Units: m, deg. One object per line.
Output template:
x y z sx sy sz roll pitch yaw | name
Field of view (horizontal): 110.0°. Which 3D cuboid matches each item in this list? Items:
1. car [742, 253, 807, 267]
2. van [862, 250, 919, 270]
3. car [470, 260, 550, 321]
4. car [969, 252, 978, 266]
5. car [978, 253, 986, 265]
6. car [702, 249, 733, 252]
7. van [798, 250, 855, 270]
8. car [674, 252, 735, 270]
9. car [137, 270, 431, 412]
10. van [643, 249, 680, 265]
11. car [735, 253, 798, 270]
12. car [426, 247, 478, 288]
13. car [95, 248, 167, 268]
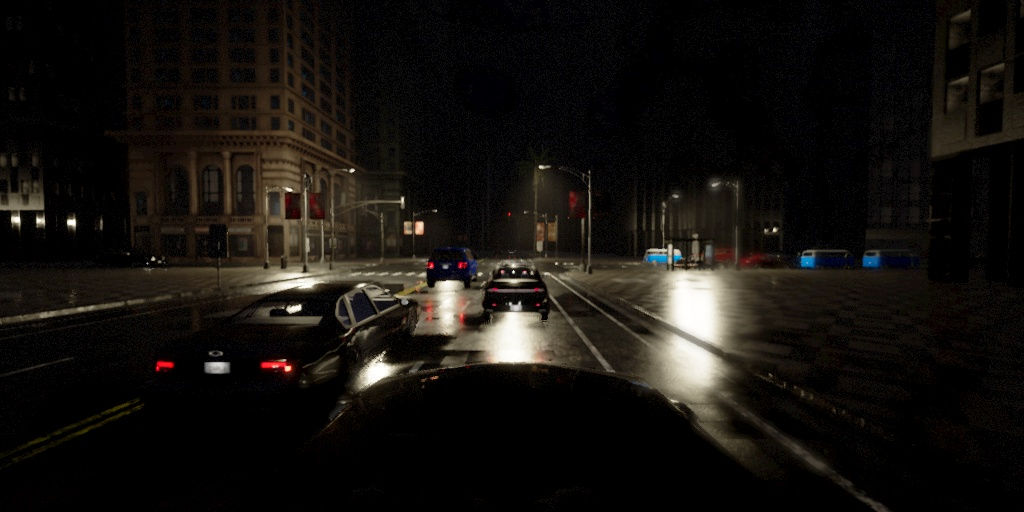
27.865 0.419 38.158 5.357 1.411 2.033 0 2 0 | car
34.117 0.364 32.316 3.998 1.789 1.690 0 0 0 | van
0.103 1.017 11.310 2.128 1.511 4.902 0 1 0 | car
48.533 0.370 38.056 4.902 1.511 2.128 0 2 0 | car
45.472 0.604 32.314 4.207 1.307 1.802 0 0 0 | car
22.762 0.119 40.839 5.009 1.841 2.192 0 0 0 | car
28.440 0.366 32.316 3.998 1.789 1.690 0 0 0 | van
17.085 0.582 32.318 4.403 1.370 2.007 0 0 0 | car
-3.151 1.188 6.368 2.033 1.411 5.357 0 1 0 | car
17.085 0.149 40.840 3.998 1.789 1.690 0 0 0 | van
22.763 0.610 32.317 4.207 1.307 1.802 0 0 0 | car
-3.143 0.552 19.631 2.150 2.045 5.566 0 1 0 | car
-37.243 0.228 35.097 5.566 2.045 2.150 0 2 0 | car
